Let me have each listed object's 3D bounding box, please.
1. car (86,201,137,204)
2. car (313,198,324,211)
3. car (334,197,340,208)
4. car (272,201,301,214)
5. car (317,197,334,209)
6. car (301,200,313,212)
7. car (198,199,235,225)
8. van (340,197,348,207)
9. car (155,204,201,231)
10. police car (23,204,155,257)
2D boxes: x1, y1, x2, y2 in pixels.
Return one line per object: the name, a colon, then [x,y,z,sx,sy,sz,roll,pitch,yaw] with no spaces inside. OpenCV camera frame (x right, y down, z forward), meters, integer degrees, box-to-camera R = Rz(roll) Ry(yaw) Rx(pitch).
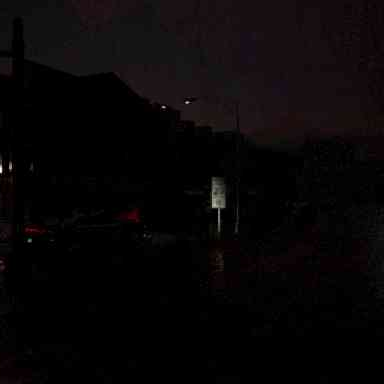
car: [-4.749,1.414,17.343,2.192,1.841,5.009,-1,-1,35]
car: [17.250,1.976,48.309,1.947,1.339,4.313,-1,-1,35]
car: [23.534,1.945,57.159,1.967,1.590,4.097,-1,-1,35]
car: [10.964,1.869,39.461,2.008,1.369,4.403,-1,-1,35]
car: [20.391,1.772,52.736,2.192,1.841,5.009,-1,-1,35]
car: [14.008,1.888,43.747,1.752,1.417,4.829,-1,-1,35]
car: [1.536,1.499,26.191,2.192,1.841,5.009,-1,-1,35]
van: [29.820,1.945,66.009,1.690,1.788,3.998,-1,-1,35]
car: [-1.606,1.707,21.764,1.947,1.339,4.313,-1,-1,35]
police car: [-4.118,1.501,13.667,1.930,1.638,5.238,0,0,35]
